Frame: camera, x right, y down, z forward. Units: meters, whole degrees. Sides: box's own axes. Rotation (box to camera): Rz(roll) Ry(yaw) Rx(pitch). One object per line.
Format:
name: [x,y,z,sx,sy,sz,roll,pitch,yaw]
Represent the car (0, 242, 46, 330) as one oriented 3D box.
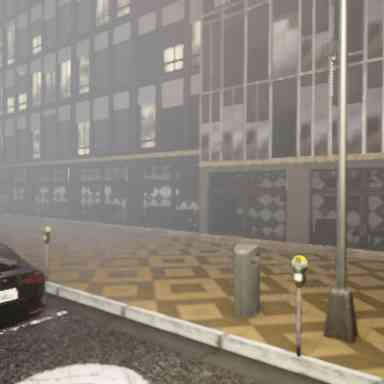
car: [-4.373,1.519,5.993,4.313,1.339,1.947,0,0,36]
